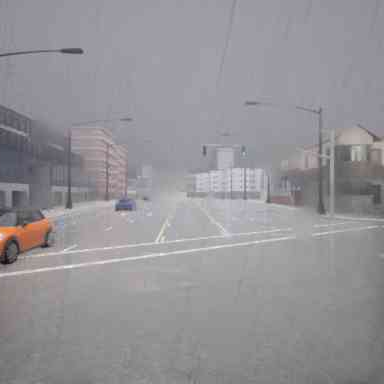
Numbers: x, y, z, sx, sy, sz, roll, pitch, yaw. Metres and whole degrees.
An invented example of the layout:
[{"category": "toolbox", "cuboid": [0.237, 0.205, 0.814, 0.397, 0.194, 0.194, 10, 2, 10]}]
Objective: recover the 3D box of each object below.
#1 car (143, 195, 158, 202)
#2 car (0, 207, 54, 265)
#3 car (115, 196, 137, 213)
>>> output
[{"category": "car", "cuboid": [-8.093, 1.139, 62.460, 1.895, 1.301, 4.718, 0, 0, -2]}, {"category": "car", "cuboid": [-6.670, 1.386, 11.760, 2.097, 1.767, 4.553, 0, 0, -2]}, {"category": "car", "cuboid": [-7.392, 1.459, 37.466, 1.882, 1.535, 5.008, 0, 1, -2]}]
